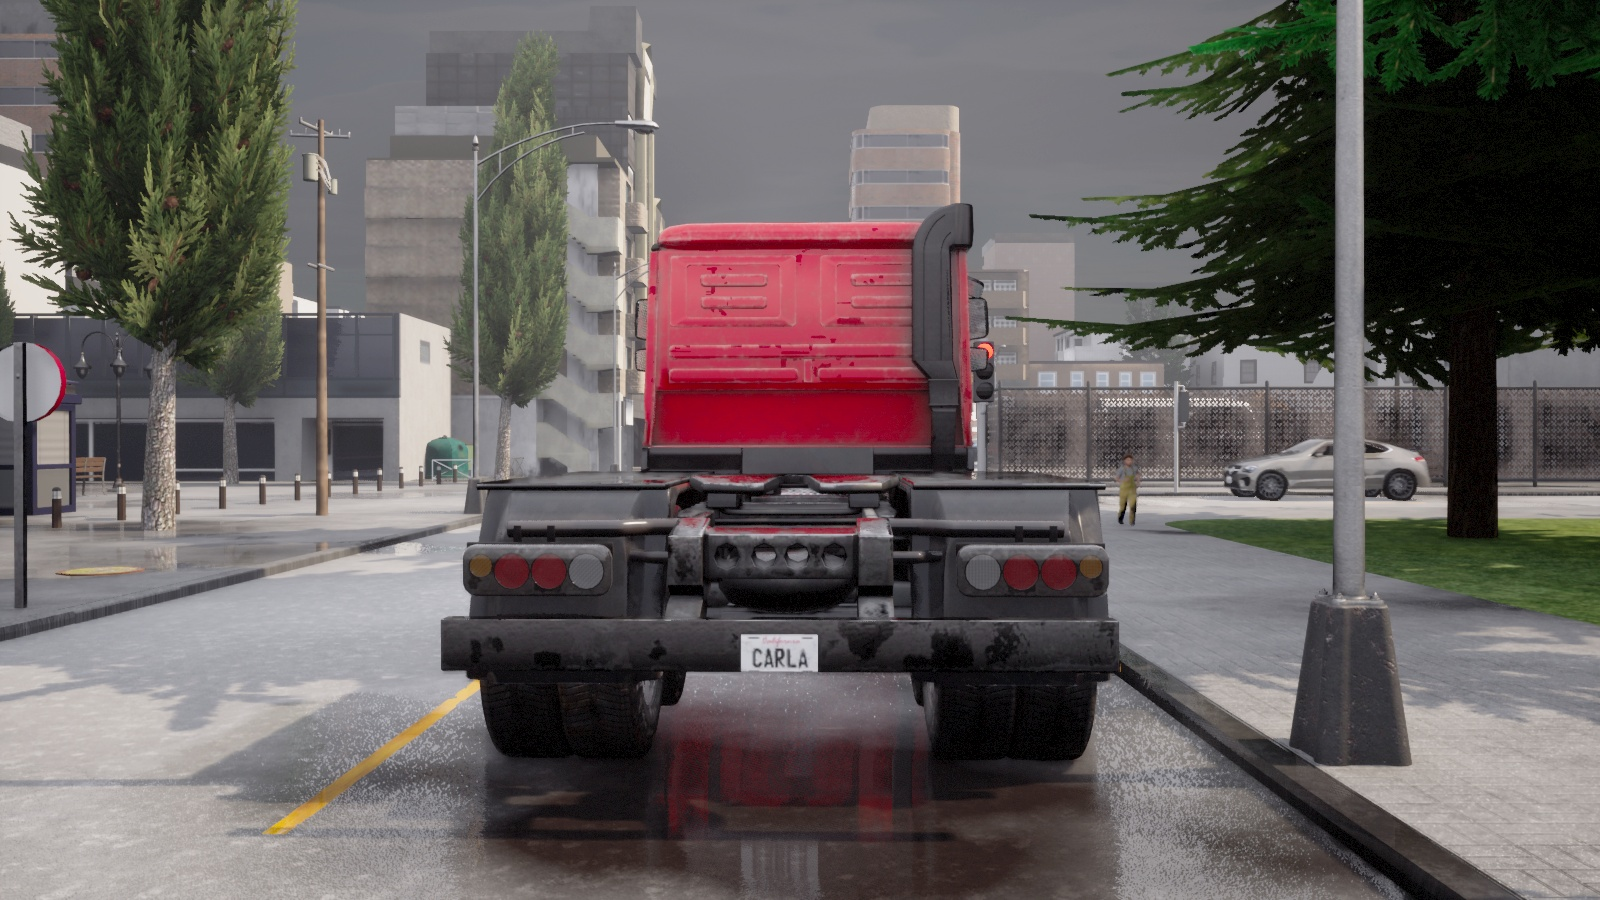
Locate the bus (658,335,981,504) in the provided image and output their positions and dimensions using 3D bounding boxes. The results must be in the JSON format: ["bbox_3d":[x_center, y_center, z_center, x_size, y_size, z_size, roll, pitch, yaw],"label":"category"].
[{"bbox_3d":[0.206,-0.838,36.827,3.944,4.253,10.273,-2,1,-37],"label":"bus"}]

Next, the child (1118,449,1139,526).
[{"bbox_3d":[5.489,0.622,20.980,0.270,1.263,0.437,0,0,7],"label":"child"}]

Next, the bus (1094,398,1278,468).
[{"bbox_3d":[23.857,-1.052,78.208,10.273,4.253,3.944,0,0,2],"label":"bus"}]

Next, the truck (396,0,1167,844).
[{"bbox_3d":[0.020,-0.284,8.679,2.891,3.462,7.936,0,0,1],"label":"truck"}]

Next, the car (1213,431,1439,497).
[{"bbox_3d":[13.686,0.350,32.922,5.027,1.651,2.152,0,0,0],"label":"car"}]
